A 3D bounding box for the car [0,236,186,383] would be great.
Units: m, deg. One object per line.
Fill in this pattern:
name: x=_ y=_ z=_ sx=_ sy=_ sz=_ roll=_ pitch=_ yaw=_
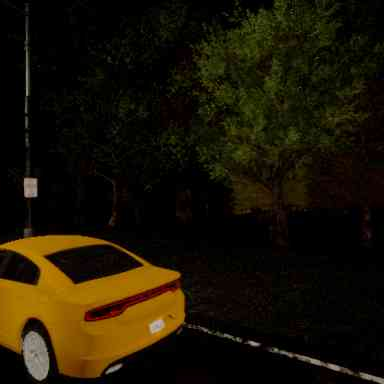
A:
car: x=-2.431 y=1.468 z=5.433 sx=5.008 sy=1.535 sz=1.882 roll=0 pitch=0 yaw=36
